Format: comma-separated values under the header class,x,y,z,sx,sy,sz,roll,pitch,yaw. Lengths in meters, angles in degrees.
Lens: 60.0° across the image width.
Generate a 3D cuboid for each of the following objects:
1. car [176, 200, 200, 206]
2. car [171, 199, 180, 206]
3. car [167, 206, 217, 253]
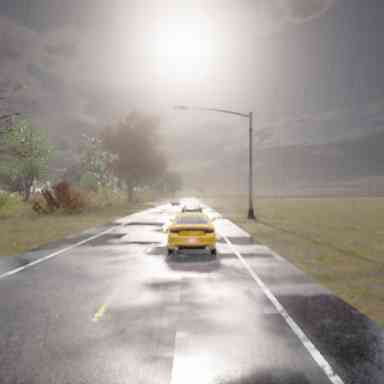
class,x,y,z,sx,sy,sz,roll,pitch,yaw
car,0.003,1.776,29.303,2.128,1.511,4.902,0,0,0
car,-3.501,2.180,71.820,1.882,1.535,5.008,0,-1,0
car,0.005,1.618,14.495,1.882,1.535,5.008,0,0,0
